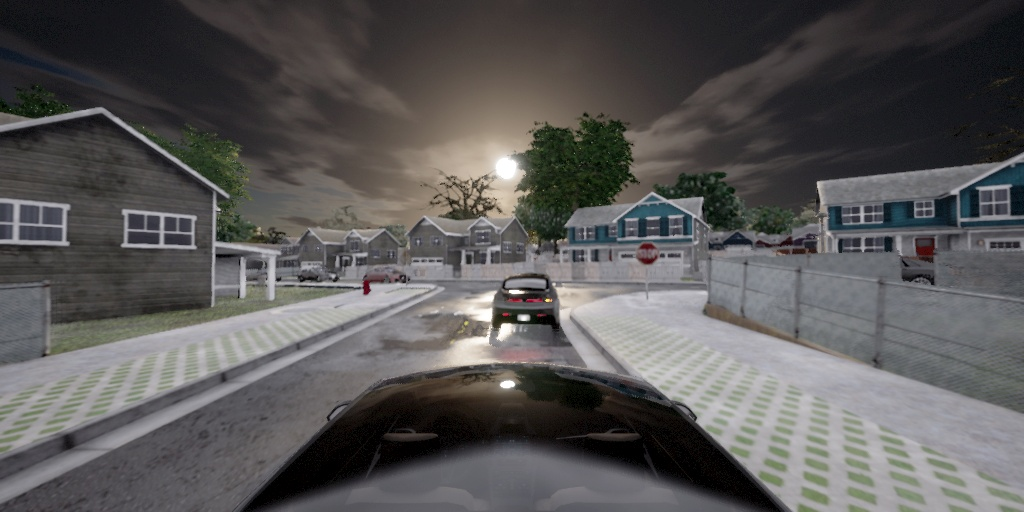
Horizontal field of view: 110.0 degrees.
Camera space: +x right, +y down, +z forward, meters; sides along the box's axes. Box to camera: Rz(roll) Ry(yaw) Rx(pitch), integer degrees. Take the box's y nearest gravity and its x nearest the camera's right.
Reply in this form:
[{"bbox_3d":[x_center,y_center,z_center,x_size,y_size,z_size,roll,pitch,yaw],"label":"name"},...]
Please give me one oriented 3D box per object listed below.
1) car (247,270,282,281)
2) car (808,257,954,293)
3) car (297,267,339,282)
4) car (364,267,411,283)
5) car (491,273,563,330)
[{"bbox_3d":[-27.699,2.208,40.166,4.181,1.385,1.994,-2,-2,30],"label":"car"},{"bbox_3d":[15.710,0.810,15.871,4.892,1.490,1.837,-2,-2,35],"label":"car"},{"bbox_3d":[-19.001,1.846,35.152,4.902,1.511,2.128,-2,-2,30],"label":"car"},{"bbox_3d":[-10.463,1.634,29.971,4.181,1.385,1.994,-2,-2,32],"label":"car"},{"bbox_3d":[0.520,1.283,11.253,1.837,1.490,4.892,0,0,5],"label":"car"}]
